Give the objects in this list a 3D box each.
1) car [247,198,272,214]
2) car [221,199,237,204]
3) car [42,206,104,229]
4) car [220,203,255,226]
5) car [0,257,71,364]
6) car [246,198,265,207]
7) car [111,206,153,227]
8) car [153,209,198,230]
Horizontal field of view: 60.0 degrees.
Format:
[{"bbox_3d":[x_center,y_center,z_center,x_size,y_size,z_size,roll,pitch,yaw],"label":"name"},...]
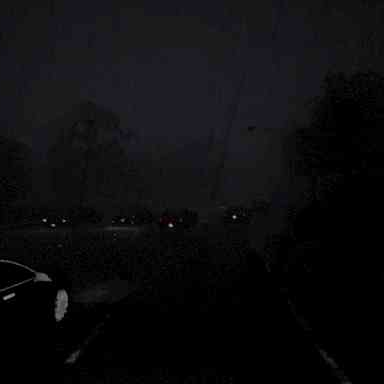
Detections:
[{"bbox_3d":[8.468,1.692,40.806,2.097,1.767,4.553,0,0,21],"label":"car"},{"bbox_3d":[6.827,2.026,61.426,1.994,1.385,4.181,0,0,31],"label":"car"},{"bbox_3d":[-8.061,1.686,23.175,2.033,1.411,5.357,0,0,11],"label":"car"},{"bbox_3d":[3.502,1.768,25.586,1.994,1.385,4.181,0,-1,14],"label":"car"},{"bbox_3d":[-3.167,1.527,4.178,1.837,1.490,4.892,0,0,2],"label":"car"},{"bbox_3d":[12.035,2.006,63.175,1.837,1.490,4.892,0,0,32],"label":"car"},{"bbox_3d":[-4.212,1.726,24.255,1.994,1.385,4.181,0,0,13],"label":"car"},{"bbox_3d":[-0.836,1.765,22.563,1.895,1.301,4.718,0,0,12],"label":"car"}]
